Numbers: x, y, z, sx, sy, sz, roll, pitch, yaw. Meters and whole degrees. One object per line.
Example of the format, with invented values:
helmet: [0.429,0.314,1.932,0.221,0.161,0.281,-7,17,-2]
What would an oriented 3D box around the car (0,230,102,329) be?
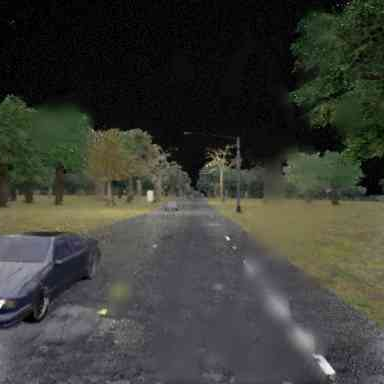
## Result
car: [-3.571,1.631,7.606,2.033,1.411,5.357,0,-1,0]

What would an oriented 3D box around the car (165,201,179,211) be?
car: [-2.910,2.053,49.091,1.837,1.490,4.892,0,0,1]
